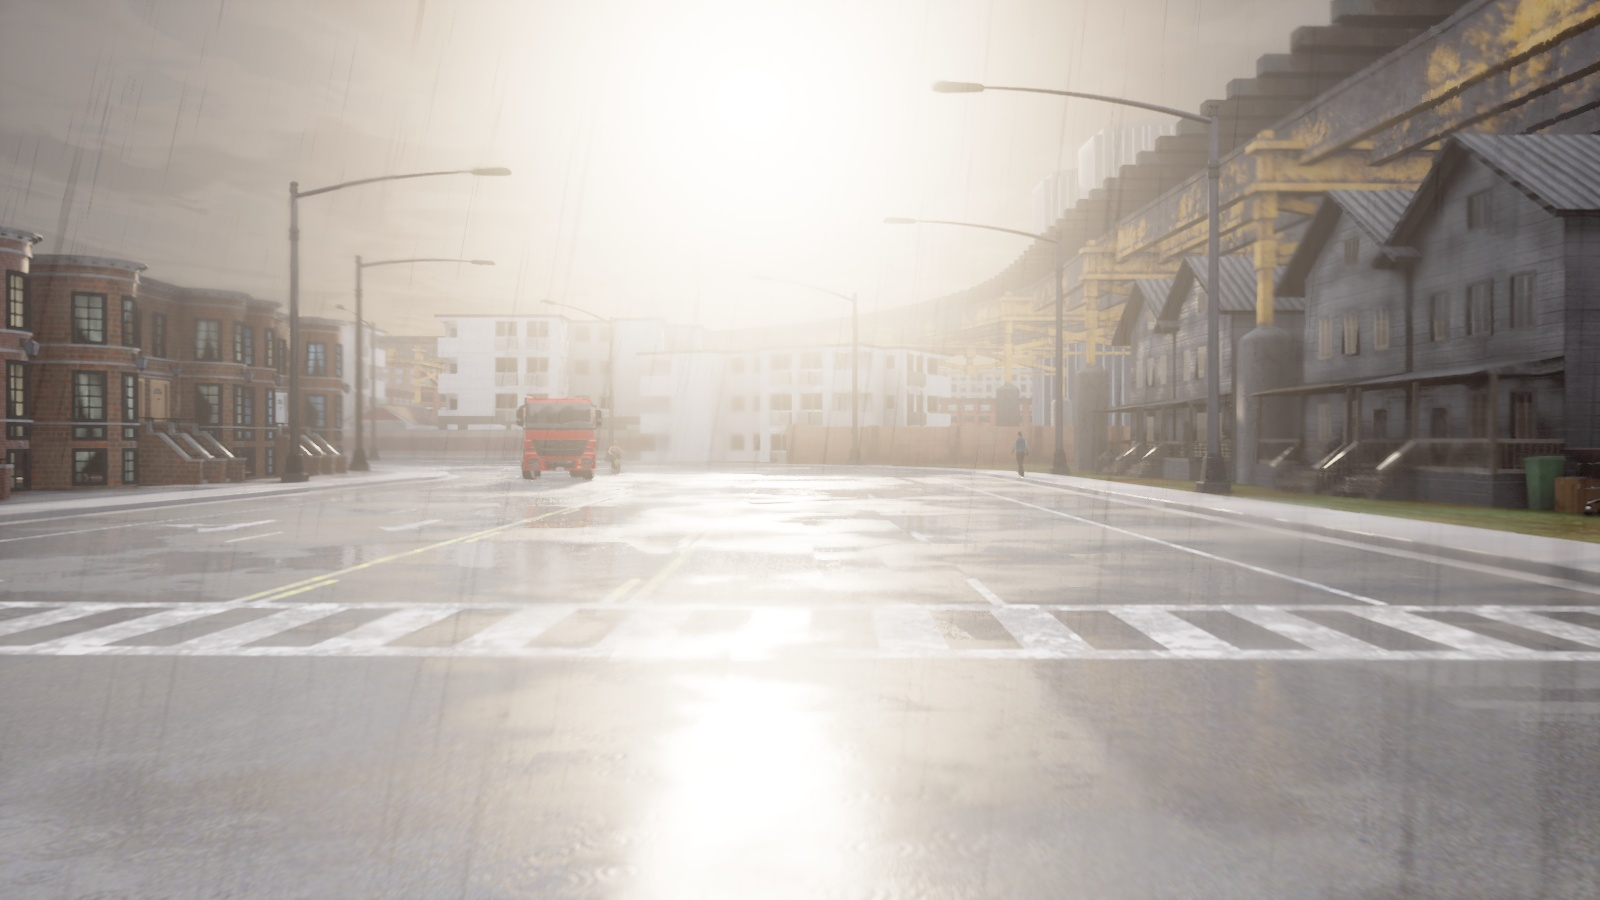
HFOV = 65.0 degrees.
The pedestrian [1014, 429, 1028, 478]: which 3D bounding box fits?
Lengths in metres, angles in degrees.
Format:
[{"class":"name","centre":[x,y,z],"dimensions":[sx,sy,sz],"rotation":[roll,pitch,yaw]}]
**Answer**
[{"class":"pedestrian","centre":[8.755,0.128,49.707],"dimensions":[0.396,1.930,0.692],"rotation":[0,0,-3]}]

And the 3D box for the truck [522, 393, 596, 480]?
[{"class":"truck","centre":[-10.434,-0.547,53.825],"dimensions":[2.891,3.462,7.936],"rotation":[0,0,-12]}]
